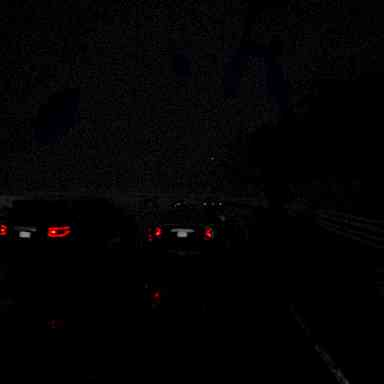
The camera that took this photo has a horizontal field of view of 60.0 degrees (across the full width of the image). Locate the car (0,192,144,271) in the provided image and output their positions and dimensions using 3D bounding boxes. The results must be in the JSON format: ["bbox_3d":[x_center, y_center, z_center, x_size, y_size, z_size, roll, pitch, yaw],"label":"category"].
[{"bbox_3d":[-3.657,1.157,10.979,2.150,2.045,5.566,1,0,11],"label":"car"}]

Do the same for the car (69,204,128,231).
[{"bbox_3d":[-5.612,1.489,20.621,1.895,1.301,4.718,0,0,6],"label":"car"}]

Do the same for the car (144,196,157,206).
[{"bbox_3d":[-6.136,1.287,48.577,1.837,1.490,4.892,1,0,-9],"label":"car"}]

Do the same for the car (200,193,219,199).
[{"bbox_3d":[2.036,1.230,35.219,2.097,1.767,4.553,0,0,-2],"label":"car"}]

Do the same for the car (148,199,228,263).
[{"bbox_3d":[0.110,1.306,12.154,2.097,1.767,4.553,0,0,11],"label":"car"}]
